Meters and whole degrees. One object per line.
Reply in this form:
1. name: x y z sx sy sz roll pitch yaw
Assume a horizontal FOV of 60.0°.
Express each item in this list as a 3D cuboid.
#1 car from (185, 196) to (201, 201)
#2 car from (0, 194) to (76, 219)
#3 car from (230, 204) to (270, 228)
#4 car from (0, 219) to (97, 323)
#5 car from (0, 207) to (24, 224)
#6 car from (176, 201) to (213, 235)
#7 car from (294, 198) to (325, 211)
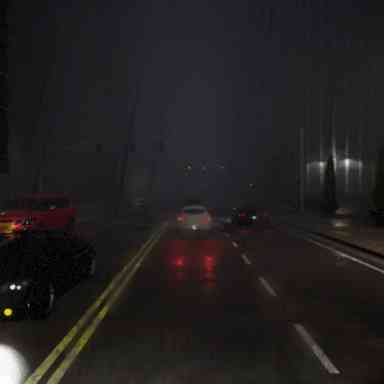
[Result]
1. car: 0.112 1.213 41.866 1.882 1.535 5.008 0 0 0
2. car: -6.996 1.127 14.881 2.150 2.045 5.566 0 0 0
3. car: 3.606 1.429 21.154 1.994 1.385 4.181 0 0 0
4. car: -3.512 1.518 7.093 1.994 1.385 4.181 0 0 1
5. car: -6.997 1.418 9.321 1.882 1.535 5.008 0 0 0
6. car: 0.105 1.413 17.749 1.812 1.442 4.674 0 0 0
7. car: 13.590 1.330 37.016 4.181 1.385 1.994 0 0 -5
